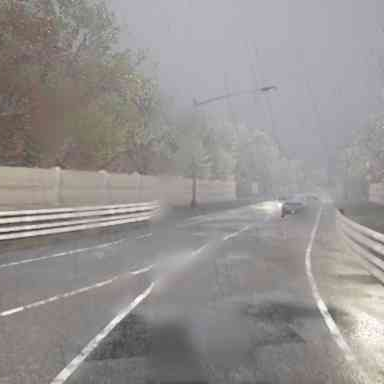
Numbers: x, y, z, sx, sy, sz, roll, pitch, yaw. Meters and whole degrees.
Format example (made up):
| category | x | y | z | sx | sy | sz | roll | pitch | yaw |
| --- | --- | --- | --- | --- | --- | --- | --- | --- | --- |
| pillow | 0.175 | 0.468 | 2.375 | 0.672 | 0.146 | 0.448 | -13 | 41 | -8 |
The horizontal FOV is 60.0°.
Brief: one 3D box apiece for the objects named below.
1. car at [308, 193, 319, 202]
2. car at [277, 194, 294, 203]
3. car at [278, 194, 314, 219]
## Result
| category | x | y | z | sx | sy | sz | roll | pitch | yaw |
| --- | --- | --- | --- | --- | --- | --- | --- | --- | --- |
| car | 20.692 | 0.885 | 57.340 | 1.812 | 1.442 | 4.674 | 1 | 1 | 22 |
| car | 14.651 | 0.963 | 51.861 | 1.895 | 1.301 | 4.718 | 2 | 1 | 23 |
| car | 8.202 | 1.186 | 26.236 | 2.128 | 1.511 | 4.902 | 1 | 1 | 22 |
